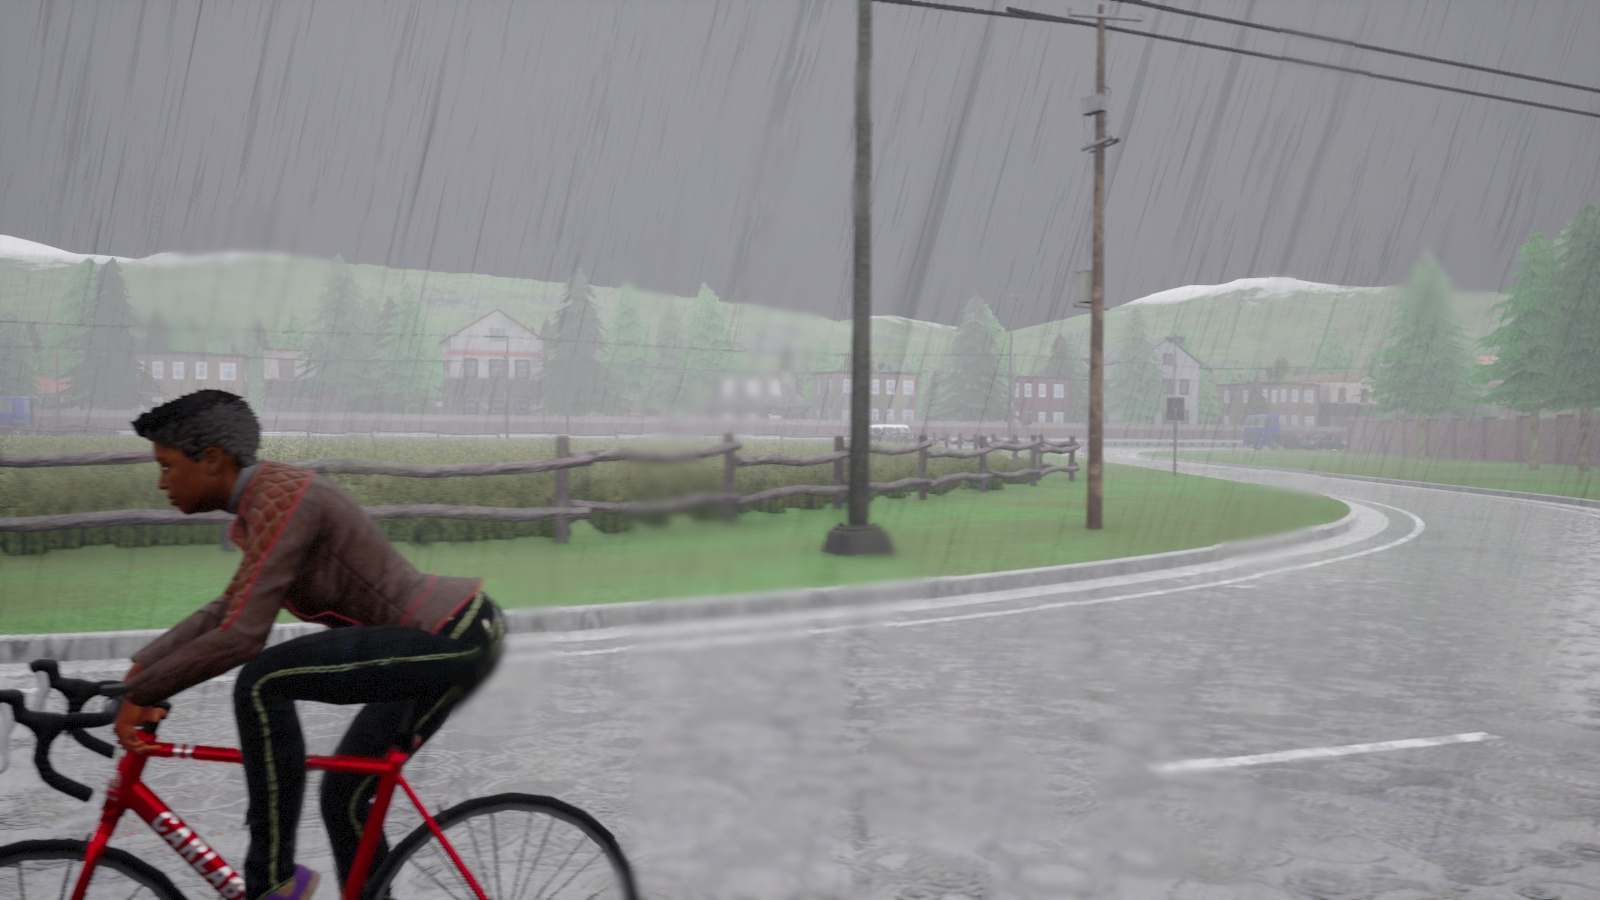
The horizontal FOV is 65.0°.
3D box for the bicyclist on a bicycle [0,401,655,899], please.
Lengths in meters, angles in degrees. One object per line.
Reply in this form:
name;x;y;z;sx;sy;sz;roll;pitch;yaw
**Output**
bicyclist on a bicycle;-1.208;0.718;2.780;1.656;1.620;0.582;-2;1;-21
